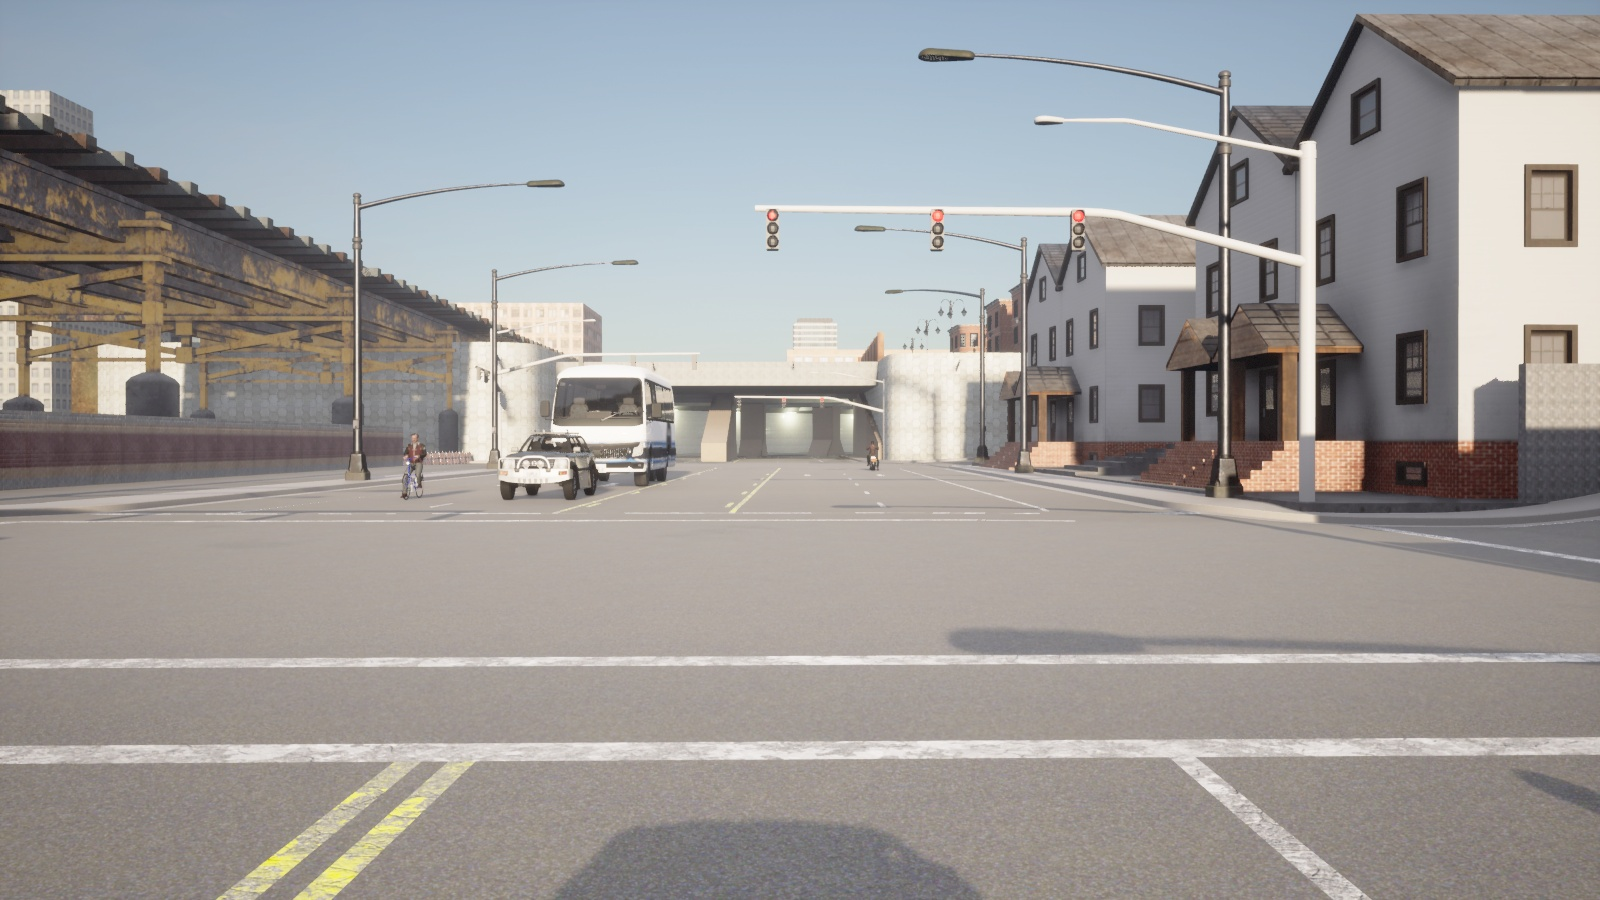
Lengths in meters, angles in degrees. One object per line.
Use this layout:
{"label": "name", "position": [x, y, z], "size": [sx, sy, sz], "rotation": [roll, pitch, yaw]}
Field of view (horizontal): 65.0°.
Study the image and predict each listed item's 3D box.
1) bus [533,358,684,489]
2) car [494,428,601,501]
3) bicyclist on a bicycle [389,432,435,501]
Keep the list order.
{"label": "bus", "position": [-6.718, -0.896, 46.125], "size": [3.944, 4.253, 10.273], "rotation": [0, 0, 0]}
{"label": "car", "position": [-6.784, 0.365, 34.192], "size": [1.932, 1.855, 4.605], "rotation": [0, 0, 1]}
{"label": "bicyclist on a bicycle", "position": [-10.293, 0.420, 33.368], "size": [0.659, 1.776, 1.843], "rotation": [0, 0, 0]}
